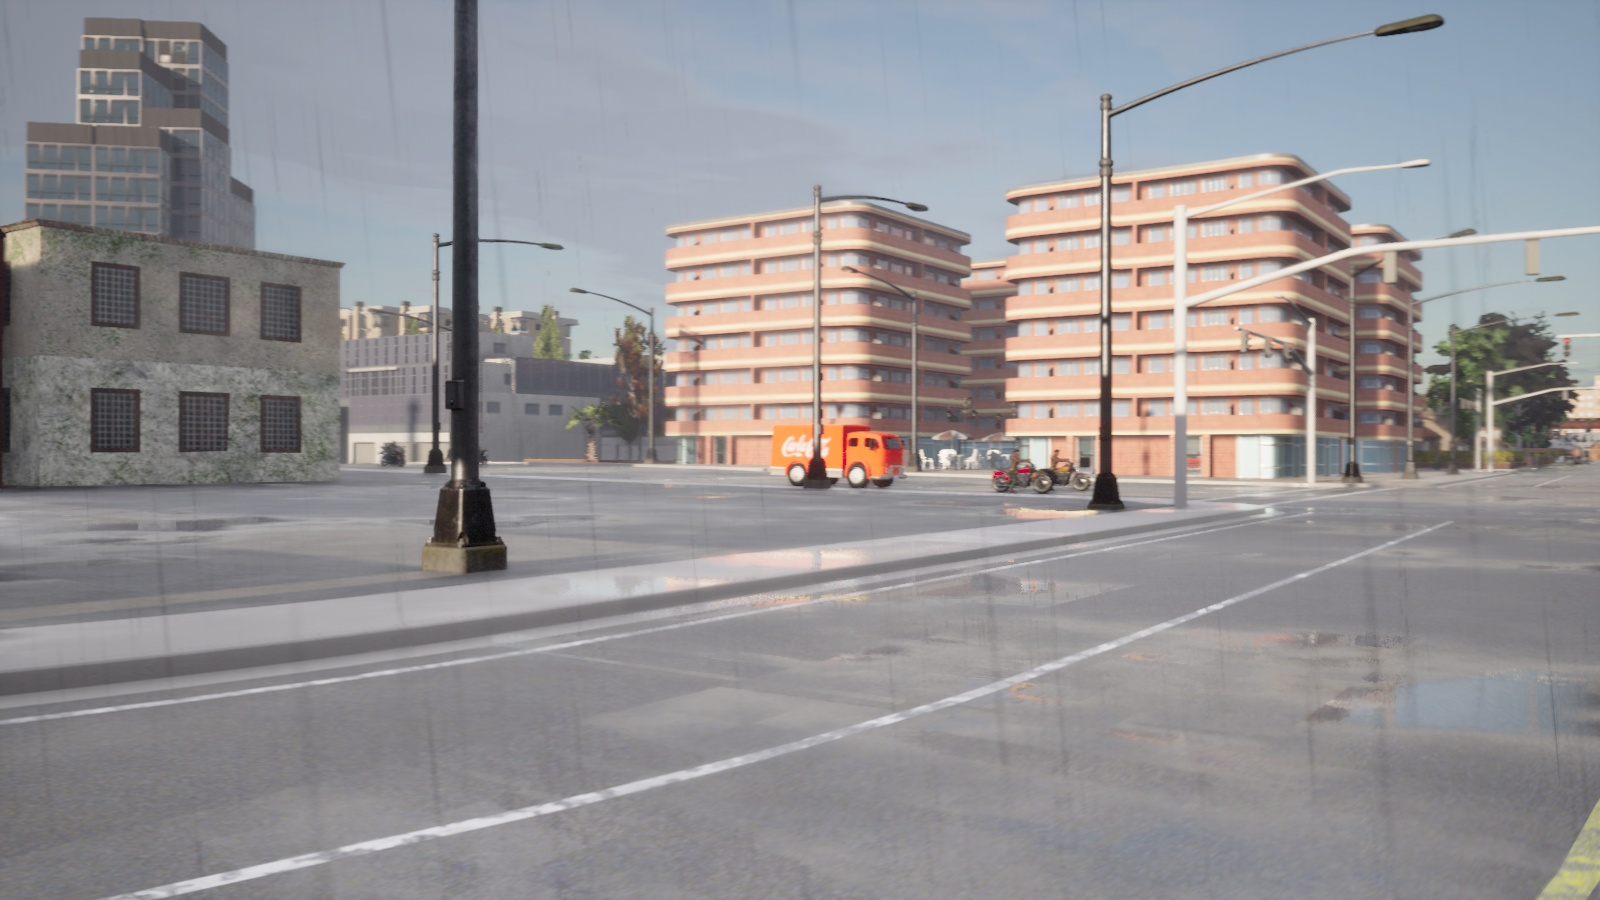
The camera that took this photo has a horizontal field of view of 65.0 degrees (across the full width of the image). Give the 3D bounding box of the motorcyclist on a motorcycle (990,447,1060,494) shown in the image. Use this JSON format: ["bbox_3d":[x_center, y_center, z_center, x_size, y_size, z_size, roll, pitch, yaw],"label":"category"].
[{"bbox_3d":[8.089,0.725,45.166,2.350,1.649,0.766,1,0,35],"label":"motorcyclist on a motorcycle"}]

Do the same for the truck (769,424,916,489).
[{"bbox_3d":[1.665,0.216,49.655,5.204,2.467,2.627,1,0,35],"label":"truck"}]

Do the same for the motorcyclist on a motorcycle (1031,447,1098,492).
[{"bbox_3d":[10.110,0.727,48.024,2.350,1.649,0.766,1,0,35],"label":"motorcyclist on a motorcycle"}]

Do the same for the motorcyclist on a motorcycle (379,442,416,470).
[{"bbox_3d":[-22.753,0.345,70.971,2.191,1.530,0.866,1,0,35],"label":"motorcyclist on a motorcycle"}]
